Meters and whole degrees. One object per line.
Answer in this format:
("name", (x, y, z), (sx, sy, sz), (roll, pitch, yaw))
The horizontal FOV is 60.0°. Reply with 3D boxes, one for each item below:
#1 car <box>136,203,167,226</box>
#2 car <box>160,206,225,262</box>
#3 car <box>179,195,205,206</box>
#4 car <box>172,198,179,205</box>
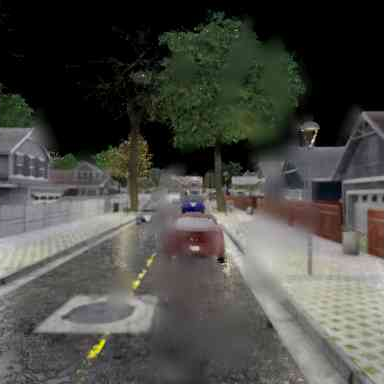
("car", (-2.844, 1.533, 24.092), (2.128, 1.511, 4.902), (0, 0, 0))
("car", (0.098, 1.499, 12.182), (1.882, 1.535, 5.008), (0, 0, 0))
("car", (0.108, 1.275, 32.501), (2.150, 2.045, 5.566), (0, 0, 0))
("car", (-2.754, 1.699, 63.194), (1.895, 1.301, 4.718), (0, 0, 1))
